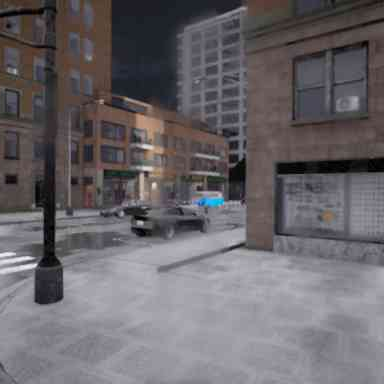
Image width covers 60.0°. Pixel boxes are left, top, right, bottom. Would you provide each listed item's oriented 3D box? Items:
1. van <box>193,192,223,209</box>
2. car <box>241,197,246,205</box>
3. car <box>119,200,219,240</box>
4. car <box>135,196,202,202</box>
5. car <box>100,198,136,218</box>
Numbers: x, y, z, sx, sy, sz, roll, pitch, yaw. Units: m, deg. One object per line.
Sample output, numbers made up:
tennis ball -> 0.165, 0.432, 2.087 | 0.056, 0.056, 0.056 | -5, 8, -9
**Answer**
van -> 1.529, 0.847, 33.168 | 1.690, 1.788, 3.998 | 1, 1, 35
car -> 7.773, 0.971, 42.004 | 1.887, 1.381, 4.507 | 1, 1, 35
car -> -0.876, 1.263, 15.008 | 1.947, 1.339, 4.313 | 1, 1, 35
car -> -1.572, 1.199, 24.024 | 1.895, 1.301, 4.718 | 1, 1, 35
car -> -4.719, 1.138, 24.338 | 2.008, 1.369, 4.403 | 1, 1, 35
